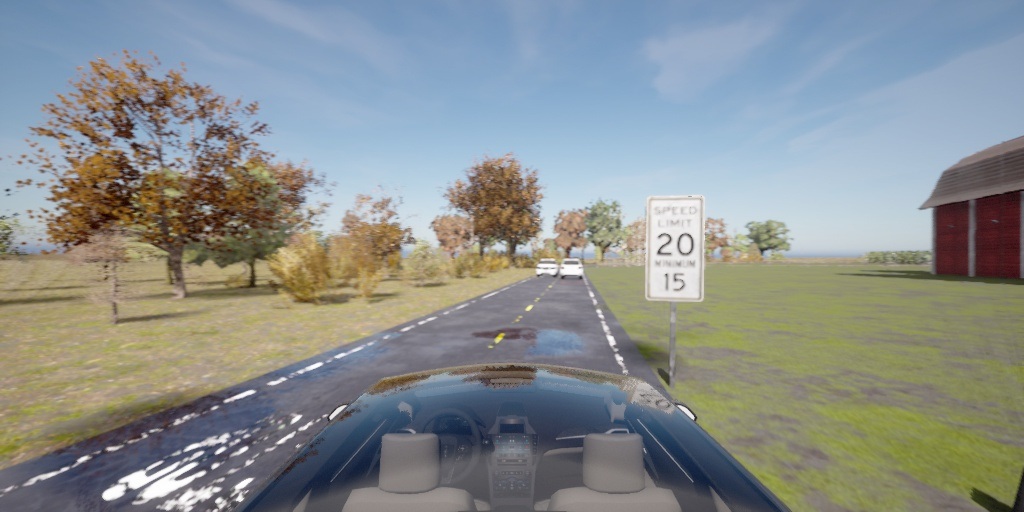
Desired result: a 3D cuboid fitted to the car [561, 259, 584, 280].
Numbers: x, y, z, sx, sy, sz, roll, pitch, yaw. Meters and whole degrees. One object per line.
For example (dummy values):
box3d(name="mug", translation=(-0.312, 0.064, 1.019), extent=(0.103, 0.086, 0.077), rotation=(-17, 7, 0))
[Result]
box3d(name="car", translation=(6.302, 1.357, 37.747), extent=(2.150, 2.045, 5.566), rotation=(1, 0, 11))

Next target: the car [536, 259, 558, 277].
box3d(name="car", translation=(4.170, 1.360, 41.743), extent=(2.150, 2.045, 5.566), rotation=(1, 0, 10))
